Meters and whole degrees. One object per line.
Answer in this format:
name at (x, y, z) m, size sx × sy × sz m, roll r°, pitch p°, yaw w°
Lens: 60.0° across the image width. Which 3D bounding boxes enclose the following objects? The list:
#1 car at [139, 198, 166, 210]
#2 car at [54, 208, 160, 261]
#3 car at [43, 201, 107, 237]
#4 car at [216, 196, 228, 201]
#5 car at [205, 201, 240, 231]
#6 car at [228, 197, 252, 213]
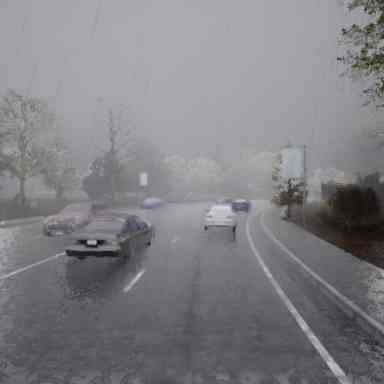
car at (-4.771, 1.461, 40.394) m, size 1.882 × 1.535 × 5.008 m, roll 0°, pitch 0°, yaw 16°
car at (-2.727, 1.542, 12.353) m, size 2.033 × 1.411 × 5.357 m, roll 0°, pitch 0°, yaw 5°
car at (-5.831, 1.335, 17.573) m, size 2.097 × 1.767 × 4.553 m, roll 0°, pitch 0°, yaw 8°
car at (5.625, 1.523, 59.068) m, size 2.128 × 1.511 × 4.902 m, roll 0°, pitch 0°, yaw 24°
car at (1.860, 1.540, 20.660) m, size 1.812 × 1.442 × 4.674 m, roll 0°, pitch 0°, yaw 9°
car at (5.747, 1.513, 38.319) m, size 1.882 × 1.535 × 5.008 m, roll 0°, pitch 0°, yaw 16°
